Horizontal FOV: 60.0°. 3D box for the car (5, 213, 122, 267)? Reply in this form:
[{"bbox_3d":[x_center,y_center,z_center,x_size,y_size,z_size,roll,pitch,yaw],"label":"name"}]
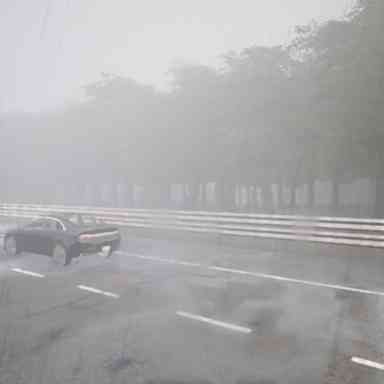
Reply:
[{"bbox_3d":[-4.554,1.495,11.420,4.902,1.511,2.128,0,0,36],"label":"car"}]
